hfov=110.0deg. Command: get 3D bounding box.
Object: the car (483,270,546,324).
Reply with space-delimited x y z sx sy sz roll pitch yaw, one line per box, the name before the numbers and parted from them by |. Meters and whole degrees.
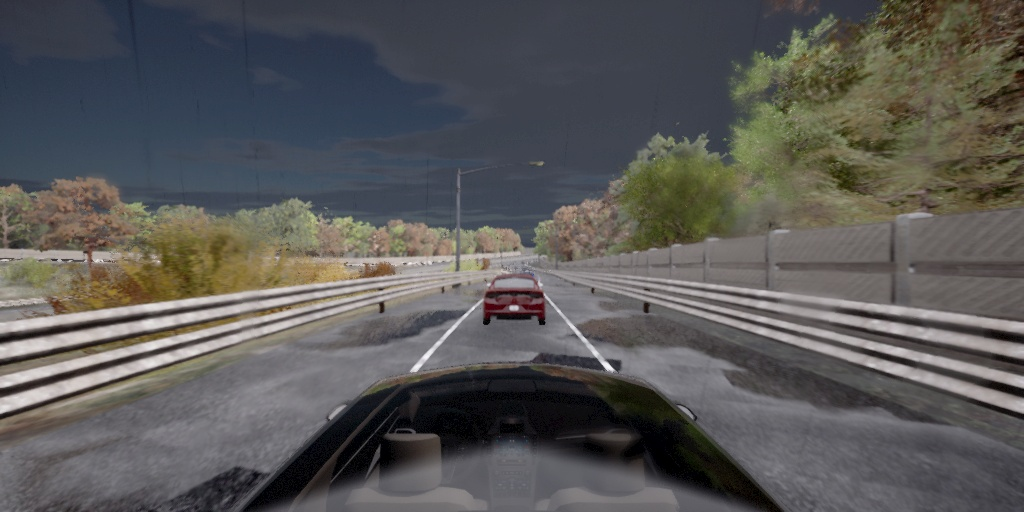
car | 0.098 1.368 12.533 1.882 1.535 5.008 0 -1 1
